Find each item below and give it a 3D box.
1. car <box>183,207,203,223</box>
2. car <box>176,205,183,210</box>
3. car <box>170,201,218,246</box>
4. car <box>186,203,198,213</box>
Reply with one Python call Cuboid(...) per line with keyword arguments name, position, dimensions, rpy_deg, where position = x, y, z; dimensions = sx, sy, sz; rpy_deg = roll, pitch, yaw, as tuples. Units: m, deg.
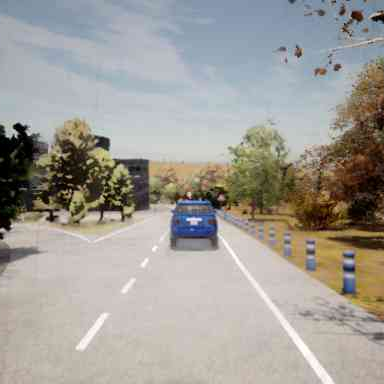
Cuboid(name="car", position=(0.083, 2.287, 33.989), dimensions=(1.837, 1.490, 4.892), rpy_deg=(0, -2, 0))
Cuboid(name="car", position=(-3.409, 4.244, 93.816), dimensions=(1.895, 1.301, 4.718), rpy_deg=(0, -1, -1))
Cuboid(name="car", position=(0.089, 1.470, 16.810), dimensions=(2.150, 2.045, 5.566), rpy_deg=(0, -1, 0))
Cuboid(name="car", position=(0.005, 2.920, 59.522), dimensions=(2.097, 1.767, 4.553), rpy_deg=(0, -3, 0))
